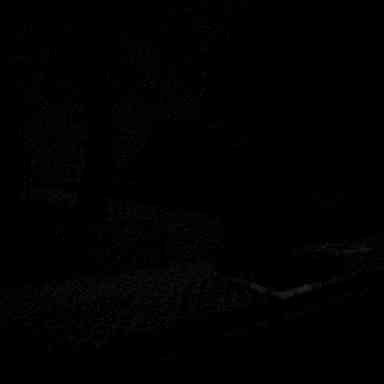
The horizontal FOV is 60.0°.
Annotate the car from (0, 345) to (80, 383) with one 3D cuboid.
[{"bbox_3d":[-2.481,1.559,1.302,4.181,1.385,1.994,0,0,-36],"label":"car"}]
